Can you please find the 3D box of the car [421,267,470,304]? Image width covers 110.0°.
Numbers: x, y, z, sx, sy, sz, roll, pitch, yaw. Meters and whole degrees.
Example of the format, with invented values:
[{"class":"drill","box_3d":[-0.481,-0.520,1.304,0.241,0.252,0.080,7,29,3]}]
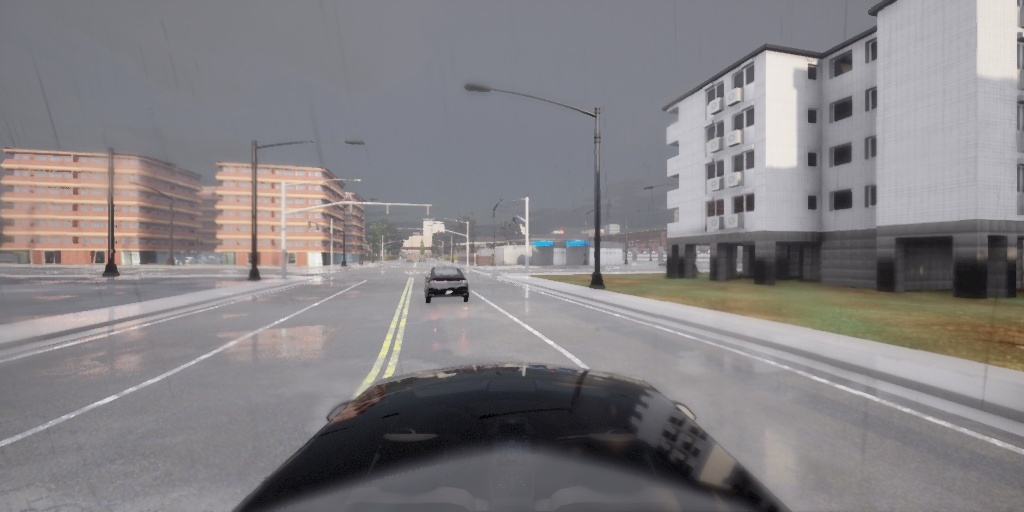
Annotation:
[{"class":"car","box_3d":[-3.115,1.243,16.583,2.128,1.511,4.902,0,0,-15]}]
